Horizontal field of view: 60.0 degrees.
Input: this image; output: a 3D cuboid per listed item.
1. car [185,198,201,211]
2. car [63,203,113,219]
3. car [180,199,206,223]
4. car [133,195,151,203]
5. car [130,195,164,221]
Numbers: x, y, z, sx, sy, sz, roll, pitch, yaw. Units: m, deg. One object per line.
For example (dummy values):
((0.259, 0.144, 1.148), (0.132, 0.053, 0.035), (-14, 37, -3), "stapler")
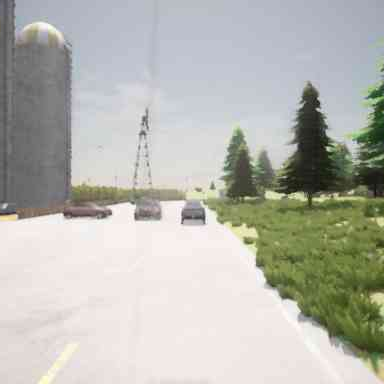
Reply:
((0.108, 1.585, 42.620), (1.882, 1.535, 5.008), (0, 0, 0), "car")
((-9.050, 1.624, 29.167), (4.181, 1.381, 1.994), (0, 0, -1), "car")
((0.101, 1.558, 26.010), (2.128, 1.511, 4.902), (0, 0, 0), "car")
((-11.877, 1.557, 79.022), (3.866, 1.878, 1.905), (0, 0, -31), "car")
((-3.578, 1.423, 28.027), (2.097, 1.767, 4.553), (0, 0, 0), "car")
